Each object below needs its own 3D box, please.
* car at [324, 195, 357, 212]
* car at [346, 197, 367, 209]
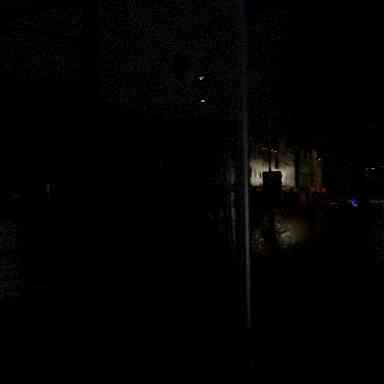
[{"bbox_3d":[17.082,1.481,38.068,2.128,1.511,4.902,-1,-1,34],"label":"car"},{"bbox_3d":[23.036,1.450,46.519,1.882,1.535,5.008,-1,-1,36],"label":"car"}]
